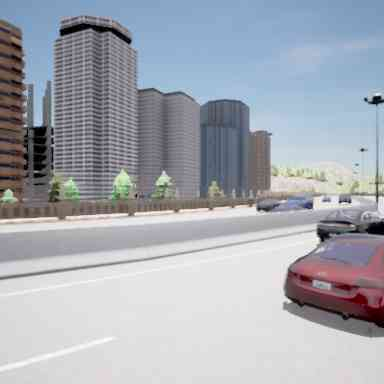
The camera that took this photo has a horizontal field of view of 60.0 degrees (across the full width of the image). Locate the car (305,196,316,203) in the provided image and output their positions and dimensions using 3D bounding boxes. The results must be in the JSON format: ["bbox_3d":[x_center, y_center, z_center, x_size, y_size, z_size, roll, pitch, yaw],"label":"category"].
[{"bbox_3d":[26.931,1.664,75.467,1.837,1.490,4.892,0,0,24],"label":"car"}]

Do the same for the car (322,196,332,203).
[{"bbox_3d":[30.124,1.692,74.033,2.033,1.411,5.357,0,0,24],"label":"car"}]

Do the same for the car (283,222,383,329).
[{"bbox_3d":[3.799,1.579,7.035,4.181,1.385,1.994,0,0,-39],"label":"car"}]

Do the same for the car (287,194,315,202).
[{"bbox_3d":[12.122,1.307,37.315,2.150,2.045,5.566,0,0,33],"label":"car"}]

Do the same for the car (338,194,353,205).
[{"bbox_3d":[28.105,1.348,61.001,2.150,2.045,5.566,0,0,24],"label":"car"}]

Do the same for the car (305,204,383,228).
[{"bbox_3d":[7.365,1.523,14.960,4.902,1.511,2.128,0,0,-44],"label":"car"}]

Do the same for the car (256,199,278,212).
[{"bbox_3d":[9.206,1.580,39.291,1.882,1.535,5.008,0,0,33],"label":"car"}]

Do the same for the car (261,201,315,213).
[{"bbox_3d":[7.408,1.627,25.444,1.994,1.385,4.181,0,0,40],"label":"car"}]
